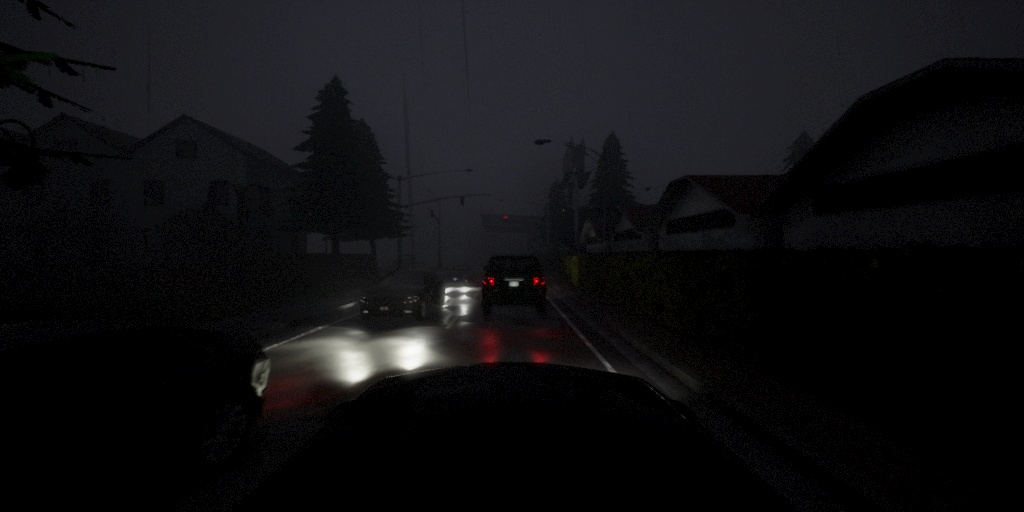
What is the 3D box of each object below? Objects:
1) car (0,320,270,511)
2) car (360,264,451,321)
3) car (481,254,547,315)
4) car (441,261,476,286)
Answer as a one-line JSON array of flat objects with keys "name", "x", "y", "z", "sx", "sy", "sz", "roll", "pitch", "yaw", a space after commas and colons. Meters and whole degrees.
[{"name": "car", "x": -3.595, "y": 1.260, "z": 1.990, "sx": 1.837, "sy": 1.490, "sz": 4.892, "roll": 0, "pitch": 0, "yaw": 0}, {"name": "car", "x": -3.632, "y": 1.215, "z": 12.691, "sx": 1.882, "sy": 1.535, "sz": 5.008, "roll": 0, "pitch": 0, "yaw": 0}, {"name": "car", "x": 0.067, "y": 0.952, "z": 13.691, "sx": 2.150, "sy": 2.045, "sz": 5.566, "roll": 0, "pitch": 0, "yaw": 0}, {"name": "car", "x": -3.602, "y": 1.287, "z": 24.731, "sx": 1.994, "sy": 1.385, "sz": 4.181, "roll": 0, "pitch": 0, "yaw": 0}]
